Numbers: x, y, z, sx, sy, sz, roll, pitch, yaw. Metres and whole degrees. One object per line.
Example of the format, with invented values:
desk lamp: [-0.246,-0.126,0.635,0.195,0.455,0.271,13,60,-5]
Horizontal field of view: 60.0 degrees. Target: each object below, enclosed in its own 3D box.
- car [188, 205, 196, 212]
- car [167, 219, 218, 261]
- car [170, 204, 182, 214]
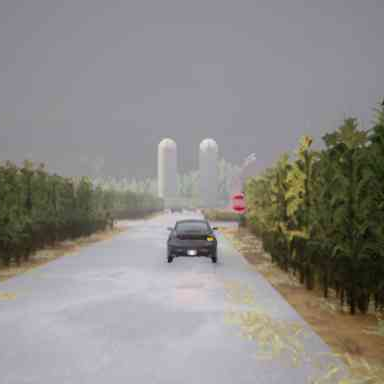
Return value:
car: [-0.007,3.668,73.013,1.882,1.535,5.008,0,-2,0]
car: [0.015,1.855,13.596,1.837,1.490,4.892,0,-2,0]
car: [-3.111,3.357,66.986,2.150,2.045,5.566,0,-2,0]
